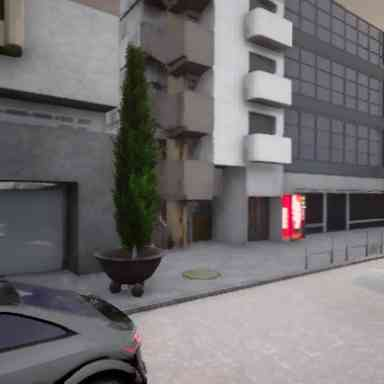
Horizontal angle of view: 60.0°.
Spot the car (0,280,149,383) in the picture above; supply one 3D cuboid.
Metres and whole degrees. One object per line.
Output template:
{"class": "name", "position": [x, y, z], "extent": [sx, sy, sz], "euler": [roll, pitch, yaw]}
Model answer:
{"class": "car", "position": [-2.486, 1.561, 2.803], "extent": [4.181, 1.385, 1.994], "euler": [1, 0, -35]}
